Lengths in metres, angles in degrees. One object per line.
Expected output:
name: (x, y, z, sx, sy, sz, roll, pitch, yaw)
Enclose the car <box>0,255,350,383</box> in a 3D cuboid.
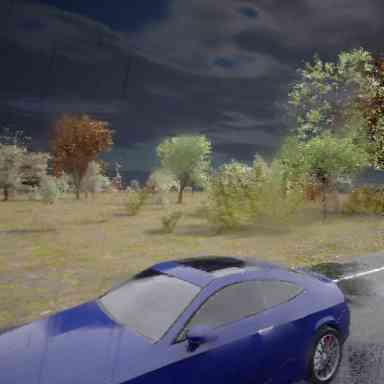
car: (0.017, 1.557, 3.883, 4.674, 1.442, 1.812, 0, -1, -36)
